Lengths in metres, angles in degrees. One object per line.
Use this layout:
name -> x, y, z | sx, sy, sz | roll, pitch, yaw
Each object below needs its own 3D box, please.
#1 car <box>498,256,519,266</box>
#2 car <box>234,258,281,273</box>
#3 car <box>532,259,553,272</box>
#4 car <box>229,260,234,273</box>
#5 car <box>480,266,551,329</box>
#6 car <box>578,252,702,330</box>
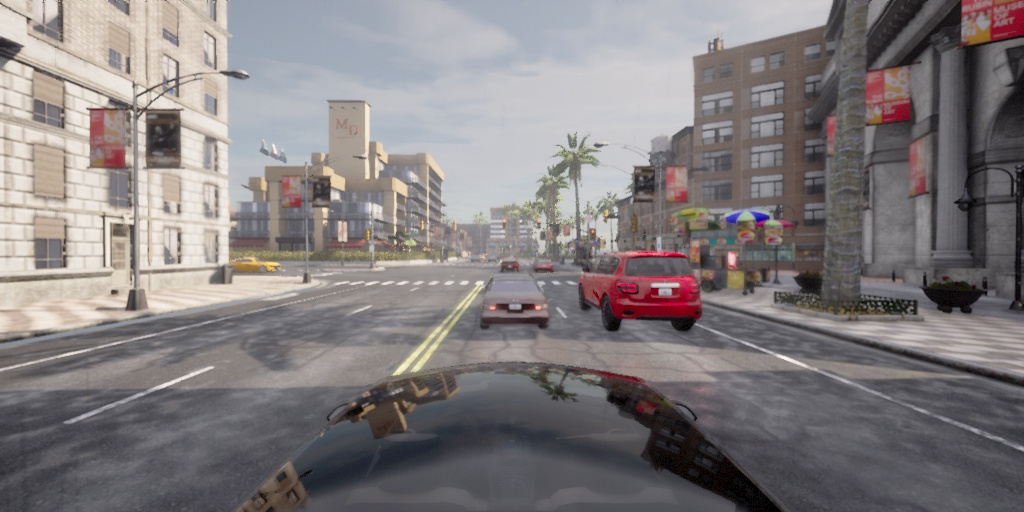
car -> -0.228, 0.894, 39.645 | 1.882, 1.535, 5.008 | 0, 1, 0
car -> -26.356, 0.921, 36.531 | 5.008, 1.535, 1.882 | 0, 1, -1
car -> 3.278, 0.987, 38.903 | 1.994, 1.385, 4.181 | 0, 1, 0
car -> -29.321, 1.022, 32.984 | 5.357, 1.411, 2.033 | 0, 1, -1
car -> 0.011, 1.216, 10.933 | 2.033, 1.411, 5.357 | 0, 1, -2
car -> 3.497, 0.891, 10.877 | 2.150, 2.045, 5.566 | 0, 0, 0
